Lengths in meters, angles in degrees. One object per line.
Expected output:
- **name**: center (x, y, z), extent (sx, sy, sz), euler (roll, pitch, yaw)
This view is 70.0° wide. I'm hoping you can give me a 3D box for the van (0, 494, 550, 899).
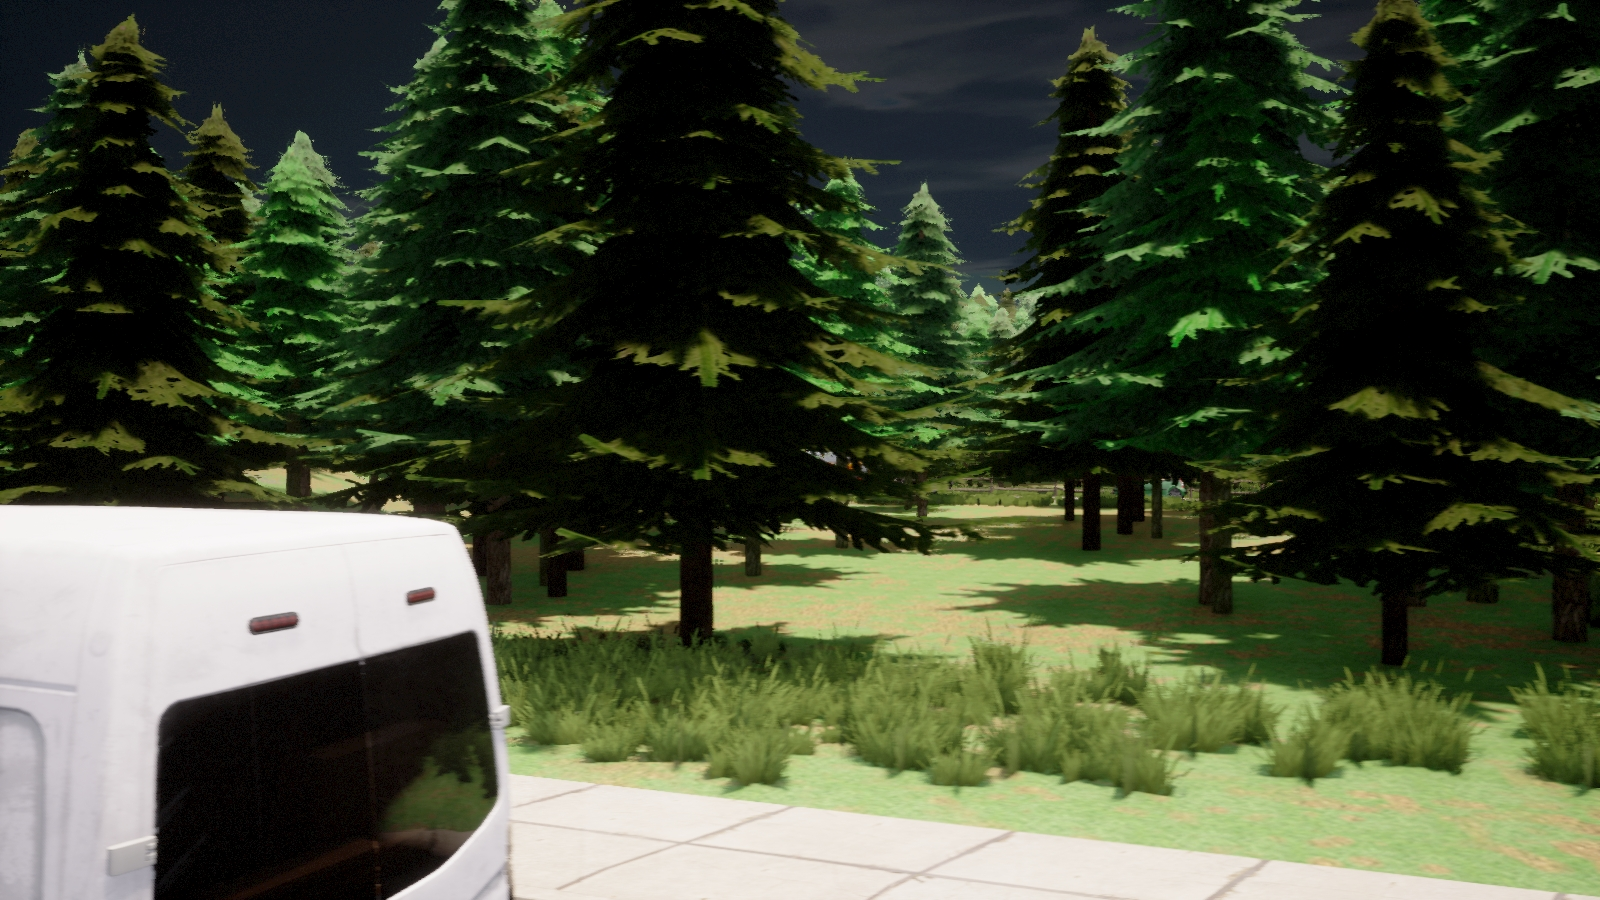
- **van**: center (-4.152, 1.508, 4.807), extent (5.915, 2.561, 1.988), euler (0, 0, 20)
